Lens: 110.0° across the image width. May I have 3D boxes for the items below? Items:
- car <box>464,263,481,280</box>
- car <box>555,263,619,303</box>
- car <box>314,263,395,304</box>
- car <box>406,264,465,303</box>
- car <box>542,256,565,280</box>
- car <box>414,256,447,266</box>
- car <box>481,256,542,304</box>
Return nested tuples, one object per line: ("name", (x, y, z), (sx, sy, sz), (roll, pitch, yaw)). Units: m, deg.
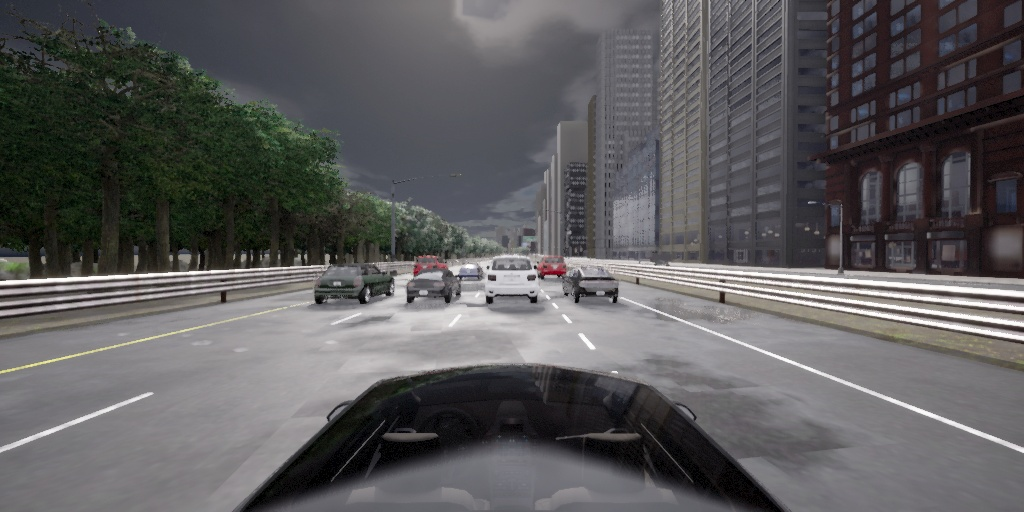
("car", (-3.545, 1.334, 31.538), (2.033, 1.411, 5.357), (0, 0, 0))
("car", (3.490, 1.249, 16.540), (2.128, 1.511, 4.902), (0, 0, 0))
("car", (-7.010, 1.120, 16.494), (2.097, 1.767, 4.553), (0, 0, 0))
("car", (-3.511, 1.287, 16.529), (1.812, 1.442, 4.674), (0, 0, 0))
("car", (3.455, 1.029, 31.589), (2.150, 2.045, 5.566), (0, 0, 0))
("car", (-7.044, 1.029, 31.558), (2.150, 2.045, 5.566), (0, 0, 0))
("car", (-0.011, 1.012, 16.564), (2.150, 2.045, 5.566), (0, 0, 0))
